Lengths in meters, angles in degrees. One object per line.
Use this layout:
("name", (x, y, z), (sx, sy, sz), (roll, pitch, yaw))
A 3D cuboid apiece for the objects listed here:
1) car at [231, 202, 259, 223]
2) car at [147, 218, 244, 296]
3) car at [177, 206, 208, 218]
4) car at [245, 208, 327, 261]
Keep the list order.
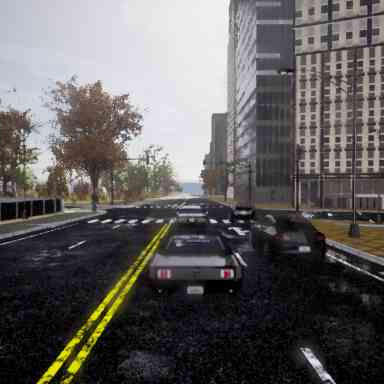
("car", (4.153, 1.521, 25.766), (2.163, 1.488, 4.792), (0, -1, 13))
("car", (0.071, 1.600, 8.616), (1.895, 1.301, 4.718), (0, 0, 0))
("car", (0.017, 1.549, 20.216), (2.033, 1.411, 5.357), (0, 0, 0))
("car", (3.338, 1.524, 12.165), (1.812, 1.442, 4.674), (0, 0, 0))
